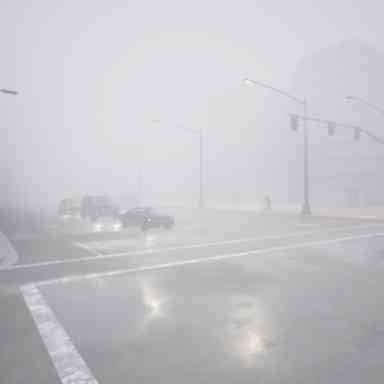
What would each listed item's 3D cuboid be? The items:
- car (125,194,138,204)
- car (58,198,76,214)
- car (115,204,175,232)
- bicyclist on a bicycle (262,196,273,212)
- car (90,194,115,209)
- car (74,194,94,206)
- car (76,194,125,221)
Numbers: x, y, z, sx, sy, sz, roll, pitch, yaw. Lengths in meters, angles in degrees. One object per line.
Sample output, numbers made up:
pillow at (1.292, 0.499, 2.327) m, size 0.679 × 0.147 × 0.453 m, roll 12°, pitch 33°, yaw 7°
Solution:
car at (-10.338, 1.368, 52.255) m, size 2.150 × 2.045 × 5.566 m, roll -1°, pitch 0°, yaw -33°
car at (-13.667, 1.530, 37.693) m, size 2.097 × 1.767 × 4.553 m, roll -1°, pitch 0°, yaw -33°
car at (-2.957, 1.651, 21.073) m, size 1.895 × 1.301 × 4.718 m, roll -1°, pitch 0°, yaw -33°
bicyclist on a bicycle at (7.855, 1.233, 34.709) m, size 1.656 × 1.620 × 0.582 m, roll -1°, pitch 0°, yaw -33°
car at (-13.799, 1.407, 51.164) m, size 2.150 × 2.045 × 5.566 m, roll -1°, pitch 0°, yaw -33°
car at (-19.534, 1.475, 60.058) m, size 2.150 × 2.045 × 5.566 m, roll -1°, pitch 0°, yaw -33°
car at (-8.172, 1.334, 29.150) m, size 2.150 × 2.045 × 5.566 m, roll -1°, pitch 0°, yaw -33°
